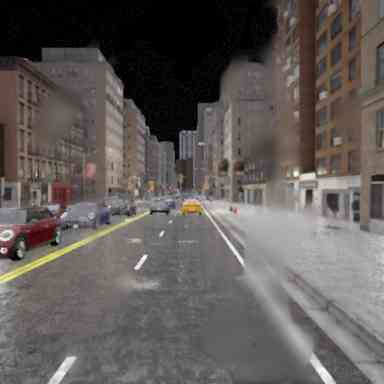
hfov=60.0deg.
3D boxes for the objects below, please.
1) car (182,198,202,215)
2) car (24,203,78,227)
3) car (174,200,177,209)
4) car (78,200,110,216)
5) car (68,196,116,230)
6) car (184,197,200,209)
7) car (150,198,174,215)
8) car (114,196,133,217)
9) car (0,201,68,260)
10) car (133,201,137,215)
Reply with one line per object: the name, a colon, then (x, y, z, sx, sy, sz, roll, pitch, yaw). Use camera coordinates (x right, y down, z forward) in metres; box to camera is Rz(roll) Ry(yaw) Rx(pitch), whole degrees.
car: (-0.004, 1.510, 34.377, 1.882, 1.535, 5.008, 0, 0, 0)
car: (-9.851, 1.542, 23.625, 1.812, 1.442, 4.674, 0, 0, 0)
car: (-3.226, 1.585, 47.514, 1.812, 1.442, 4.674, 0, 0, 1)
car: (-9.812, 1.560, 33.767, 1.812, 1.442, 4.674, 0, 0, 1)
car: (-6.596, 1.364, 21.099, 2.097, 1.767, 4.553, 0, 0, 0)
car: (0.019, 1.551, 47.102, 2.128, 1.511, 4.902, 0, 0, 1)
car: (-3.253, 1.598, 34.760, 1.994, 1.385, 4.181, 0, 0, 0)
car: (-6.507, 0.990, 27.128, 2.097, 1.767, 4.553, 0, 0, 0)
car: (-6.594, 1.355, 12.296, 2.097, 1.767, 4.553, 0, 0, 0)
car: (-6.574, 1.380, 31.564, 2.097, 1.767, 4.553, 0, 0, 0)
